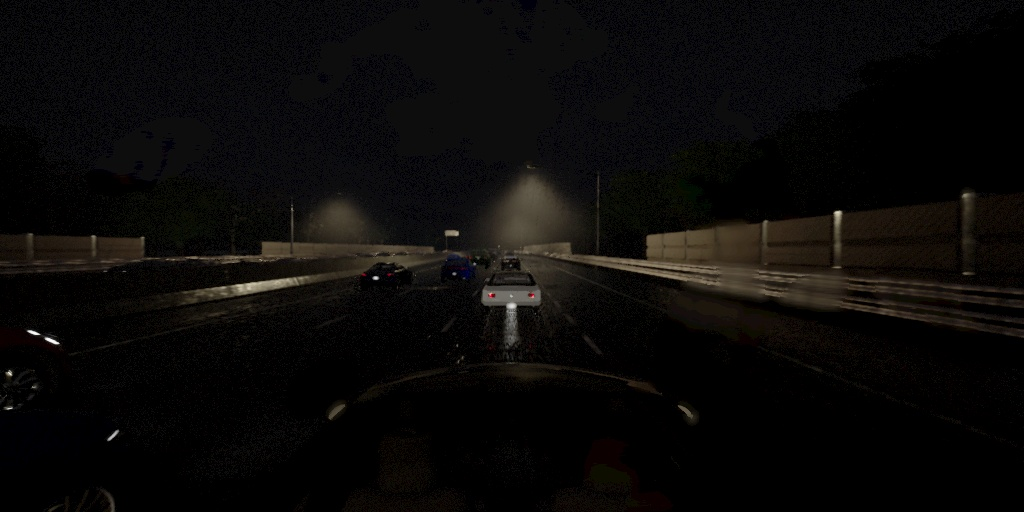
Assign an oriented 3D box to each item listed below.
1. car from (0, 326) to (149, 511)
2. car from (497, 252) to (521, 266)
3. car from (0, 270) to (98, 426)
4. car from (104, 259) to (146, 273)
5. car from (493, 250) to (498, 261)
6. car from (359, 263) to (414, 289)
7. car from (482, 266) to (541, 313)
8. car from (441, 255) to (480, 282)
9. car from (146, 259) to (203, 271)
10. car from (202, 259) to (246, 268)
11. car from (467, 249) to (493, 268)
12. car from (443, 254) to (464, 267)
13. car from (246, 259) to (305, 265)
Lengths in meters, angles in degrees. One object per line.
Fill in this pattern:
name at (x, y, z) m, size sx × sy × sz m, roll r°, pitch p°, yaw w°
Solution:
car at (-3.500, 1.286, 0.554) m, size 1.812 × 1.442 × 4.674 m, roll 0°, pitch 0°, yaw 0°
car at (-0.131, 0.682, 36.537) m, size 2.128 × 1.511 × 4.902 m, roll 0°, pitch 1°, yaw 0°
car at (-7.000, 1.103, 2.876) m, size 2.097 × 1.767 × 4.553 m, roll 0°, pitch 0°, yaw 0°
car at (-28.166, 0.934, 27.946) m, size 2.033 × 1.411 × 5.357 m, roll 0°, pitch 1°, yaw 0°
car at (-3.924, 0.144, 65.271) m, size 1.837 × 1.490 × 4.892 m, roll 0°, pitch 1°, yaw -1°
car at (-7.040, 1.074, 20.523) m, size 1.994 × 1.385 × 4.181 m, roll 0°, pitch 1°, yaw 0°
car at (-0.015, 1.225, 13.377) m, size 1.895 × 1.301 × 4.718 m, roll 0°, pitch 1°, yaw 0°
car at (-3.558, 0.903, 24.545) m, size 1.882 × 1.535 × 5.008 m, roll 0°, pitch 1°, yaw 0°
car at (-24.668, 0.929, 27.989) m, size 2.033 × 1.411 × 5.357 m, roll 0°, pitch 1°, yaw 0°
car at (-21.168, 0.975, 28.188) m, size 1.895 × 1.301 × 4.718 m, roll 0°, pitch 1°, yaw 0°
car at (-3.668, 0.322, 41.367) m, size 2.150 × 2.045 × 5.566 m, roll 0°, pitch 1°, yaw 0°
car at (-7.196, 0.569, 44.519) m, size 1.812 × 1.442 × 4.674 m, roll 0°, pitch 1°, yaw -1°
car at (-17.670, 0.920, 28.075) m, size 2.033 × 1.411 × 5.357 m, roll 0°, pitch 1°, yaw 0°
